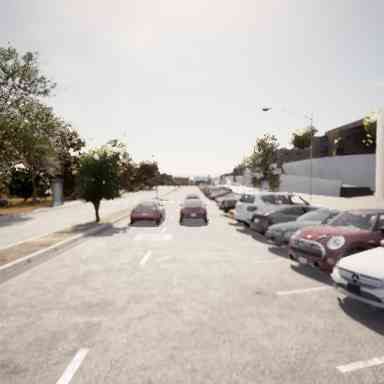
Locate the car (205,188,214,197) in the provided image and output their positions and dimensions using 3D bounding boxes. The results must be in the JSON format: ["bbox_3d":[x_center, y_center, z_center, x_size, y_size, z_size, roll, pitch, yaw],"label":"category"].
[{"bbox_3d":[5.031,0.585,51.728,4.792,1.488,2.163,0,2,-20],"label":"car"}]

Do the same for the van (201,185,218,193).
[{"bbox_3d":[4.941,-0.808,93.464,4.442,1.987,1.878,0,3,-20],"label":"van"}]

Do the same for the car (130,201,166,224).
[{"bbox_3d":[-2.906,1.297,22.453,1.994,1.385,4.181,0,1,0],"label":"car"}]

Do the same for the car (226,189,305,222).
[{"bbox_3d":[5.094,1.031,18.728,5.566,2.045,2.435,0,1,-20],"label":"car"}]

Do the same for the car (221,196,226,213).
[{"bbox_3d":[4.892,1.229,21.659,5.366,1.575,1.946,0,1,-20],"label":"car"}]

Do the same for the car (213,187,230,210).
[{"bbox_3d":[5.040,0.873,27.707,5.566,2.045,2.435,0,2,-20],"label":"car"}]

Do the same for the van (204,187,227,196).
[{"bbox_3d":[4.947,-0.105,69.604,4.442,1.987,1.878,0,2,-20],"label":"van"}]

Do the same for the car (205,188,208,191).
[{"bbox_3d":[5.051,0.523,54.746,4.674,1.452,2.002,0,1,-20],"label":"car"}]

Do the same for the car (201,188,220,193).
[{"bbox_3d":[5.041,-0.440,90.542,4.674,1.452,2.002,0,2,-20],"label":"car"}]

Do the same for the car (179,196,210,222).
[{"bbox_3d":[0.094,1.244,23.230,1.812,1.442,4.674,0,1,0],"label":"car"}]

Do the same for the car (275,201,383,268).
[{"bbox_3d":[5.099,1.272,9.718,4.553,1.767,2.185,1,1,-20],"label":"car"}]

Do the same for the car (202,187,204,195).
[{"bbox_3d":[5.048,0.267,63.689,4.892,1.521,2.231,0,1,-20],"label":"car"}]

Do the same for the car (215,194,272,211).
[{"bbox_3d":[5.233,0.988,33.803,5.366,1.575,1.946,0,1,-20],"label":"car"}]

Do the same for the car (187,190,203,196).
[{"bbox_3d":[0.091,0.882,39.912,1.812,1.442,4.674,0,1,0],"label":"car"}]

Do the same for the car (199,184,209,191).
[{"bbox_3d":[5.031,-0.058,66.651,5.566,2.045,2.435,0,2,-20],"label":"car"}]

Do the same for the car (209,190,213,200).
[{"bbox_3d":[5.034,0.877,39.726,4.792,1.488,2.163,0,2,-20],"label":"car"}]

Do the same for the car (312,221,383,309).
[{"bbox_3d":[5.071,1.468,6.709,4.674,1.452,2.002,1,1,-20],"label":"car"}]

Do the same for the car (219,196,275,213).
[{"bbox_3d":[5.067,1.097,30.732,4.674,1.452,2.002,0,2,-20],"label":"car"}]

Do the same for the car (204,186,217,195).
[{"bbox_3d":[5.027,0.285,57.713,4.553,1.767,2.185,0,1,-20],"label":"car"}]

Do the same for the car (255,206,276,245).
[{"bbox_3d":[5.069,1.407,12.708,4.674,1.452,2.002,0,1,-20],"label":"car"}]

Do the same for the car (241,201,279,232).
[{"bbox_3d":[5.092,1.354,15.733,4.792,1.488,2.163,0,1,-20],"label":"car"}]
